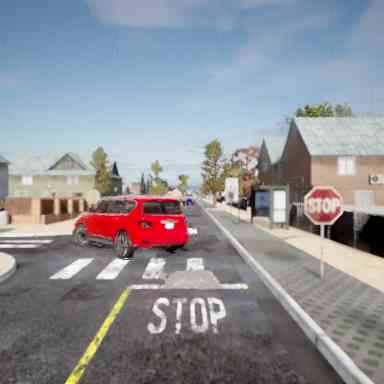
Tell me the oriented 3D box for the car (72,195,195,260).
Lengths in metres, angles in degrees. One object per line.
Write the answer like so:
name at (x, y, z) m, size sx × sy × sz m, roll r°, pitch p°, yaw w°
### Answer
car at (-2.484, 1.180, 12.671) m, size 2.150 × 2.045 × 5.566 m, roll 3°, pitch -2°, yaw -41°
